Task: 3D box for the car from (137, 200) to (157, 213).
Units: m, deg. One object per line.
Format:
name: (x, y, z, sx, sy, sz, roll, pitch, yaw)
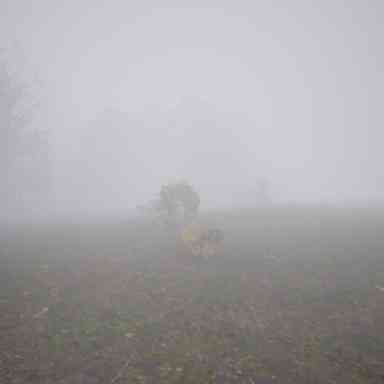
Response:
car: (-2.941, 1.330, 31.746, 1.895, 1.301, 4.718, -1, 0, 35)
